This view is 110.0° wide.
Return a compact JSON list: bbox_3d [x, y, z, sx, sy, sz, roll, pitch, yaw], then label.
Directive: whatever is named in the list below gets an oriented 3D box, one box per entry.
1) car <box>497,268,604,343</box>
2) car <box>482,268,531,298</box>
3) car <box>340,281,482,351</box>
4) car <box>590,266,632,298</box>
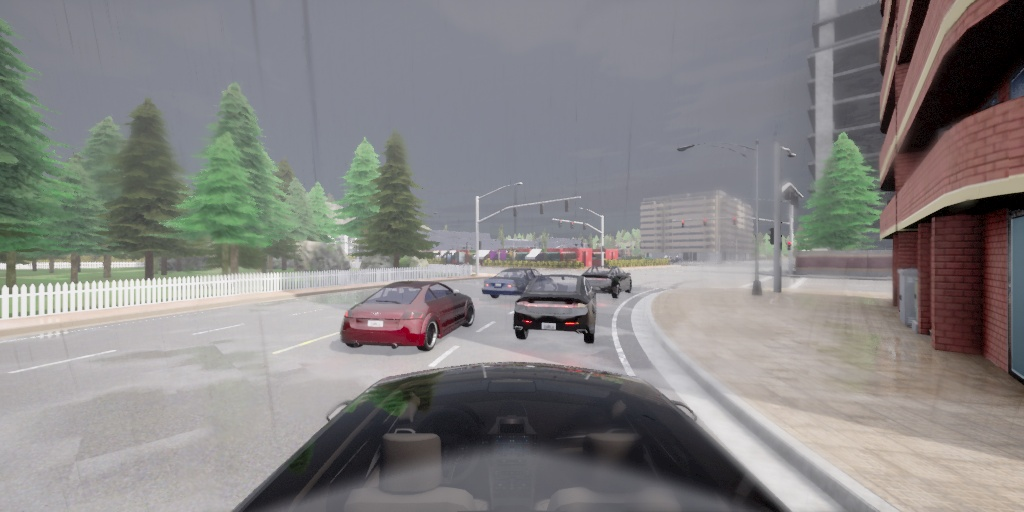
[{"bbox_3d":[1.347,1.243,9.785,2.128,1.511,4.902,0,0,14],"label":"car"},{"bbox_3d":[0.469,1.300,17.832,2.033,1.411,5.357,0,0,25],"label":"car"},{"bbox_3d":[-2.363,1.315,9.115,1.994,1.385,4.181,0,0,10],"label":"car"},{"bbox_3d":[4.842,1.239,18.345,2.128,1.511,4.902,1,1,29],"label":"car"}]
